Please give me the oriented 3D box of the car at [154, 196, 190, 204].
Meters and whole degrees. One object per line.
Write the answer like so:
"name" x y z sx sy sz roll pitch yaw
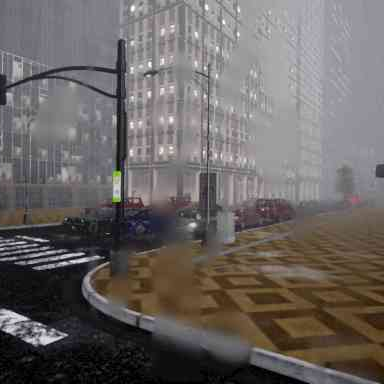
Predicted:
"car" -1.843 1.283 28.964 2.192 1.841 5.009 1 0 35

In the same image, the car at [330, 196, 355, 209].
"car" 21.360 1.655 47.119 1.812 1.442 4.674 1 1 35

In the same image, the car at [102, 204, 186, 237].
"car" -2.554 1.601 18.522 1.994 1.385 4.181 1 1 36

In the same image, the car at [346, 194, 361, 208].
"car" 25.388 1.365 52.882 2.150 2.045 5.566 1 1 35

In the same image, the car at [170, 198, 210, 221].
"car" 0.689 1.486 28.053 1.882 1.535 5.008 1 1 35

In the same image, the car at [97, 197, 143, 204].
"car" -5.498 1.274 23.794 2.192 1.841 5.009 1 0 35

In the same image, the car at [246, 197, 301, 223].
"car" 6.712 1.409 26.966 2.192 1.841 5.009 1 0 35

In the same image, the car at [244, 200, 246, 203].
"car" 8.506 1.517 39.088 2.128 1.511 4.902 1 0 35

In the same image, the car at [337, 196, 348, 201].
"car" 39.424 1.623 87.115 1.947 1.339 4.313 1 1 35

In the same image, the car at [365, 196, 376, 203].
"car" 39.470 1.598 73.528 1.967 1.590 4.097 1 1 35

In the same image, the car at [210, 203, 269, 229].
"car" 3.223 1.668 22.038 1.802 1.307 4.206 1 0 35

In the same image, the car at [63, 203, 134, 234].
"car" -5.165 1.595 19.747 1.895 1.301 4.718 1 1 35

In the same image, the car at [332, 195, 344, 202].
"car" 36.140 1.570 82.468 1.752 1.417 4.829 1 1 35

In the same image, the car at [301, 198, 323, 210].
"car" 15.401 1.642 43.828 1.994 1.385 4.181 1 1 35

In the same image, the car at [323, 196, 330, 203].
"car" 29.832 1.616 73.548 1.802 1.307 4.206 1 1 35
